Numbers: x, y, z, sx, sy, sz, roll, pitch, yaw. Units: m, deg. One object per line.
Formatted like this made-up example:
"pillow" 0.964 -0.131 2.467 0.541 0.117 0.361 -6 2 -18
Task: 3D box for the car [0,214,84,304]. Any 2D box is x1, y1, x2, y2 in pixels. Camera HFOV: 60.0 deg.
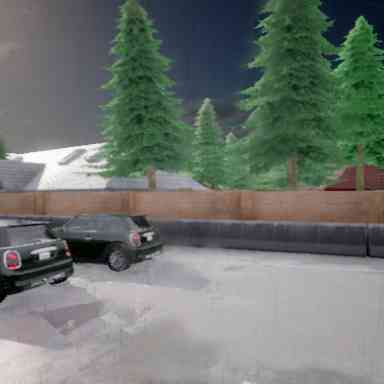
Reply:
"car" -5.267 1.457 8.195 4.553 1.767 2.097 0 -1 21

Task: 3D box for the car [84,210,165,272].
"car" -3.299 1.479 11.174 4.553 1.767 2.097 0 -1 21
